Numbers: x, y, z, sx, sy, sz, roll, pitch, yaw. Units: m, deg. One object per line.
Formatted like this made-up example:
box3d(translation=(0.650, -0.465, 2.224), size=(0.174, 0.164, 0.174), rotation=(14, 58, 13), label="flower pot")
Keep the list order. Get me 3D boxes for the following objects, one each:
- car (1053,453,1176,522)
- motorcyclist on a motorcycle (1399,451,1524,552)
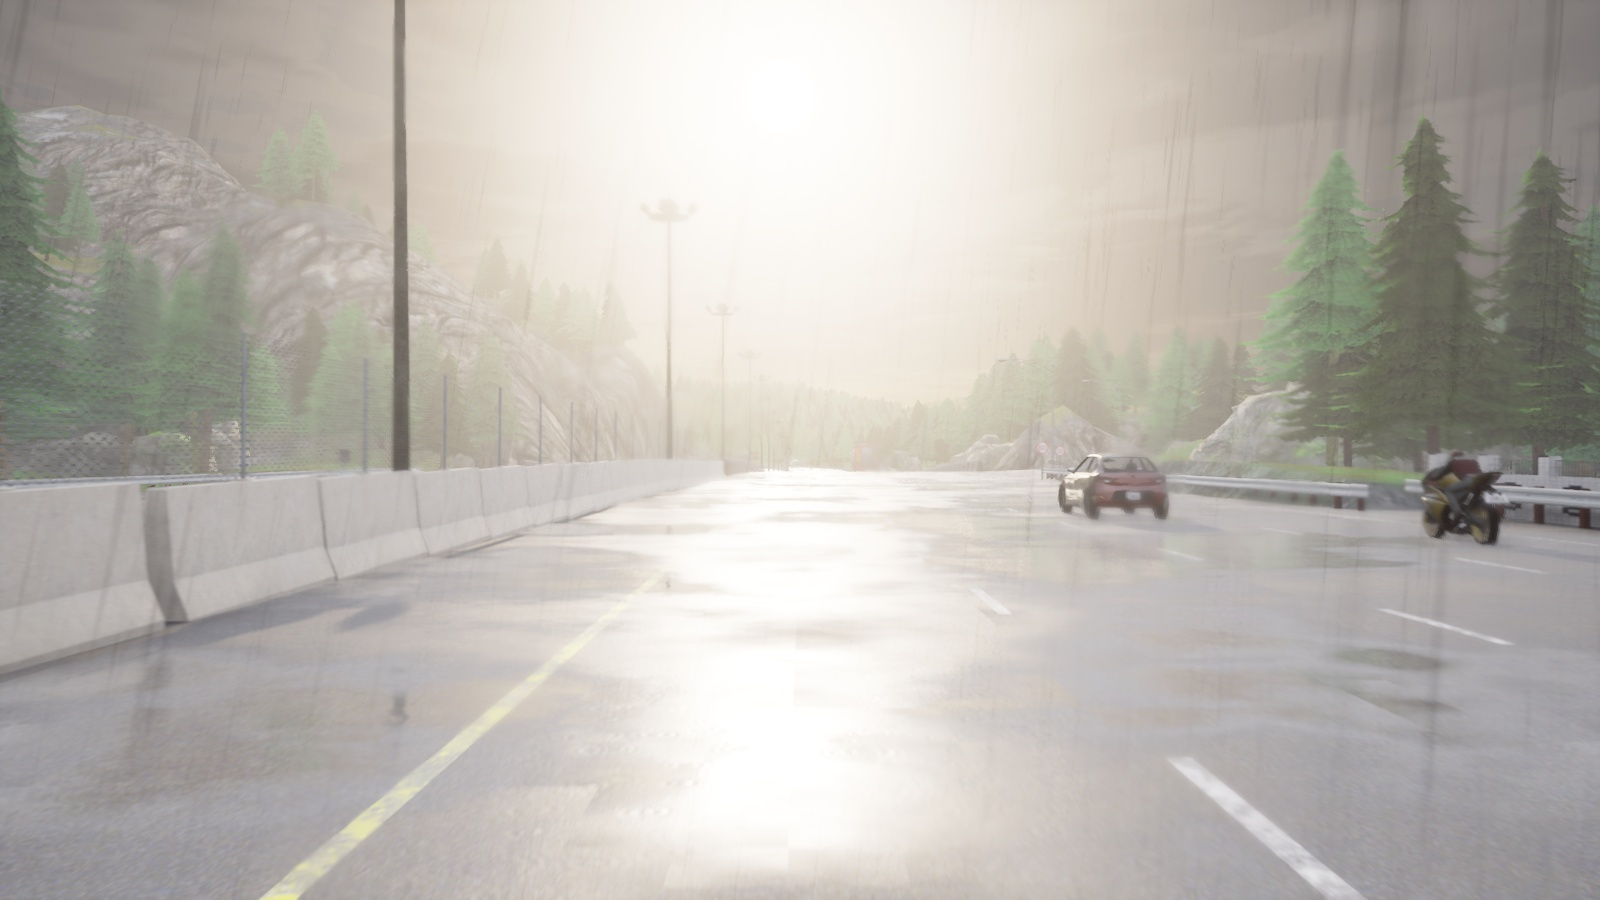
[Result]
box3d(translation=(7.181, 0.811, 29.087), size=(1.816, 1.474, 4.193), rotation=(0, 0, 0), label="car")
box3d(translation=(10.631, 0.791, 20.284), size=(0.866, 1.530, 2.191), rotation=(0, 0, 0), label="motorcyclist on a motorcycle")
